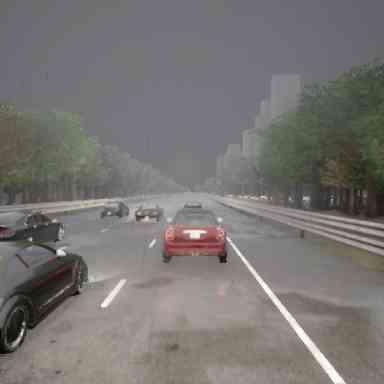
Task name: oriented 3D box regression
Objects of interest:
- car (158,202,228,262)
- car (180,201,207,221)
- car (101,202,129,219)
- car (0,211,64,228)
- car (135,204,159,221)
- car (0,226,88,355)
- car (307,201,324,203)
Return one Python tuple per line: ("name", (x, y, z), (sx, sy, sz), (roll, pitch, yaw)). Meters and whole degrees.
("car", (0.097, 1.390, 12.458), (2.097, 1.767, 4.553), (0, 0, 0))
("car", (0.102, 1.572, 29.001), (2.128, 1.511, 4.902), (0, 0, 0))
("car", (-6.898, 1.609, 30.006), (1.812, 1.442, 4.674), (0, 0, 0))
("car", (-6.901, 1.547, 13.729), (1.837, 1.490, 4.892), (0, 0, 0))
("car", (-3.398, 1.678, 27.440), (1.895, 1.301, 4.718), (0, 0, 0))
("car", (-3.412, 1.585, 6.102), (1.994, 1.385, 4.181), (0, 0, 0))
("car", (31.274, 1.964, 83.311), (2.128, 1.511, 4.902), (0, 0, -45))
